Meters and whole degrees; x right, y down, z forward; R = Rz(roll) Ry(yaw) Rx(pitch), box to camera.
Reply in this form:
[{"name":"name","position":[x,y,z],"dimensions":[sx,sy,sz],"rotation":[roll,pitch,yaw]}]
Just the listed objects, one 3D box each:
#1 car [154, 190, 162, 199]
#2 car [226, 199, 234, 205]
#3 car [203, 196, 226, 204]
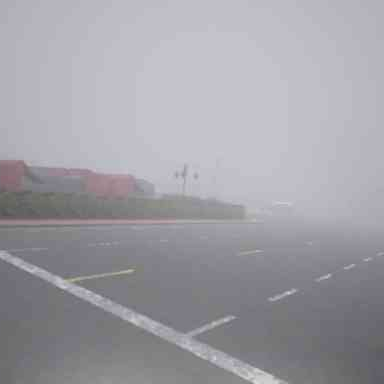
[{"name":"car","position":[-11.361,0.432,90.669],"dimensions":[4.605,1.855,1.932],"rotation":[5,0,40]},{"name":"car","position":[6.309,2.256,61.158],"dimensions":[3.806,1.475,1.970],"rotation":[5,0,40]},{"name":"car","position":[2.826,1.660,56.834],"dimensions":[4.605,1.855,1.932],"rotation":[5,0,40]}]
